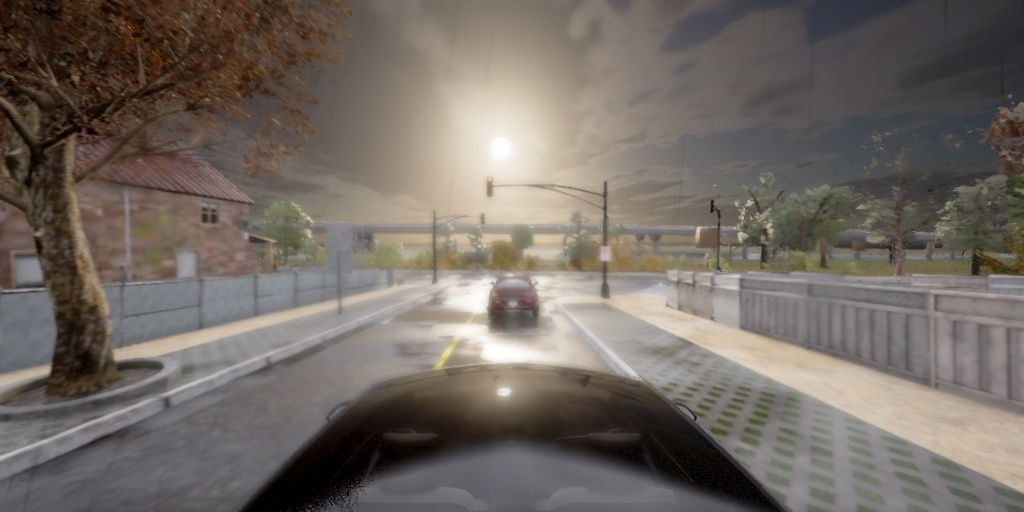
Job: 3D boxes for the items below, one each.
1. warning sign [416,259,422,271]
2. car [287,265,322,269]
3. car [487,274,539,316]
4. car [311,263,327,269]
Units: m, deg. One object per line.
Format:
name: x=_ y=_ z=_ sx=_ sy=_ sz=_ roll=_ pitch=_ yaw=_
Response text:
warning sign: x=-14.282 y=1.388 z=54.921 sx=1.060 sy=1.860 sz=1.300 roll=0 pitch=0 yaw=36
car: x=-28.970 y=2.305 z=49.923 sx=4.718 sy=1.301 sz=1.895 roll=-1 pitch=1 yaw=36
car: x=0.082 y=1.422 z=14.023 sx=1.812 sy=1.442 sz=4.674 roll=0 pitch=-1 yaw=1
car: x=-27.135 y=2.175 z=52.622 sx=5.357 sy=1.411 sz=2.033 roll=-1 pitch=1 yaw=37
